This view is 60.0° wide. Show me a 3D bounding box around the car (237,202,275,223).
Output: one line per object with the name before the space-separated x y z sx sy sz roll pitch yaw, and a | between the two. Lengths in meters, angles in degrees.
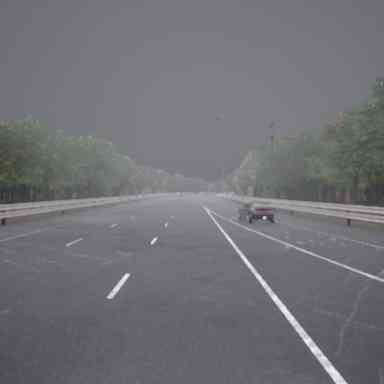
car | 4.738 1.497 25.095 1.837 1.490 4.892 0 0 -5
